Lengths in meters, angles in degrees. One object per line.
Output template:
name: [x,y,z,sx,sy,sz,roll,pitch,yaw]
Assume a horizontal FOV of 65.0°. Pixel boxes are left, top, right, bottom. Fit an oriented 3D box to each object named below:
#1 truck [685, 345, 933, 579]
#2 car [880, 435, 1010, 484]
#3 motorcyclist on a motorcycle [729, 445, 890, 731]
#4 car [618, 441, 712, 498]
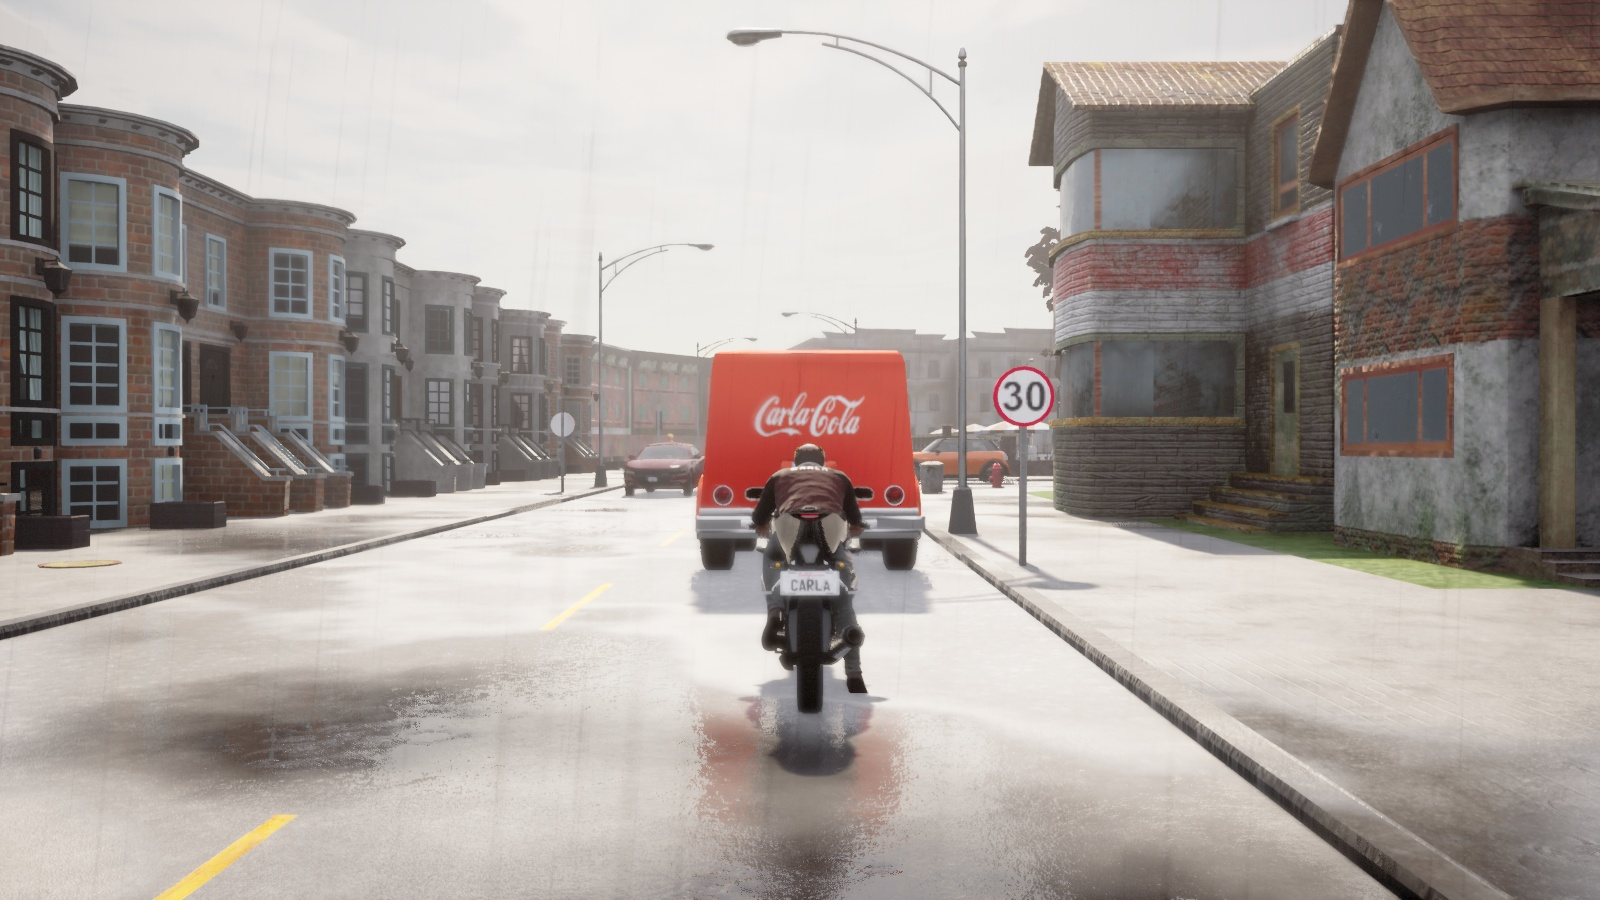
truck: [0.105,0.156,15.901,2.627,2.467,5.204,0,-1,0]
car: [5.311,0.347,46.479,4.553,1.767,2.097,0,0,0]
motorcyclist on a motorcycle: [0.059,0.737,7.851,0.866,1.530,2.191,0,0,0]
car: [-3.830,0.515,36.427,1.882,1.535,5.008,0,0,4]
